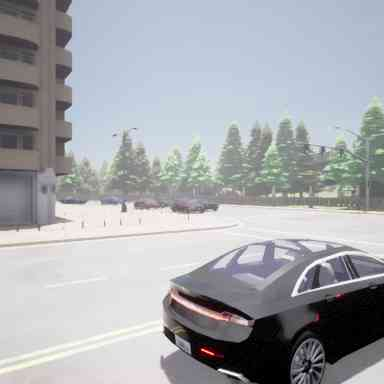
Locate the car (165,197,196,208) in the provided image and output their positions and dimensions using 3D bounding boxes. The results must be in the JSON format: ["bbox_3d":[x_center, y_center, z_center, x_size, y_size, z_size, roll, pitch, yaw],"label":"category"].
[{"bbox_3d":[-1.777,1.492,49.475,2.033,1.411,5.357,0,0,-36],"label":"car"}]

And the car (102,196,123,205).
[{"bbox_3d":[-13.336,1.471,56.127,4.674,1.442,1.812,0,0,37],"label":"car"}]

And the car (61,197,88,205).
[{"bbox_3d":[-19.896,1.545,56.388,4.718,1.301,1.895,0,0,28],"label":"car"}]

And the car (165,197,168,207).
[{"bbox_3d":[-4.181,1.446,46.246,1.837,1.490,4.892,0,1,-37],"label":"car"}]

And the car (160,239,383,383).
[{"bbox_3d":[1.880,1.492,5.129,4.902,1.511,2.128,0,0,-35],"label":"car"}]

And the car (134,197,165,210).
[{"bbox_3d":[-5.789,1.470,42.575,1.812,1.442,4.674,0,0,-36],"label":"car"}]

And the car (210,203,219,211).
[{"bbox_3d":[1.063,1.545,38.971,1.895,1.301,4.718,0,0,-35],"label":"car"}]

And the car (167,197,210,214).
[{"bbox_3d":[-0.405,1.508,34.929,1.994,1.385,4.181,0,0,-35],"label":"car"}]
